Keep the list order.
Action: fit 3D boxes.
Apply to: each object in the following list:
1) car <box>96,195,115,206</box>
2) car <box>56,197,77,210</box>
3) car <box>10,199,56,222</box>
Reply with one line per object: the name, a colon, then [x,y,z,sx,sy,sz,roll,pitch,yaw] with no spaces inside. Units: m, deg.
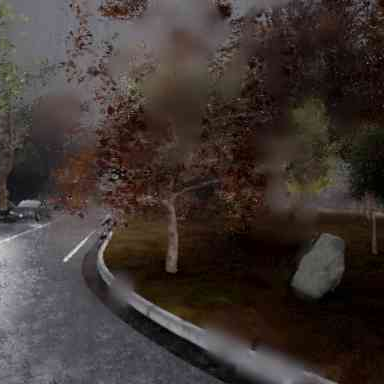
car: [-12.210,0.882,47.077,2.150,2.045,5.566,0,0,-10]
car: [-14.163,1.255,37.373,2.033,1.411,5.357,0,1,-10]
car: [-12.024,1.353,25.007,1.837,1.490,4.892,0,0,-10]
